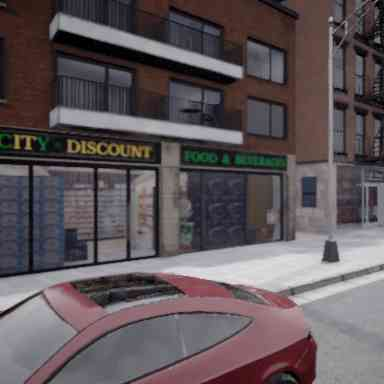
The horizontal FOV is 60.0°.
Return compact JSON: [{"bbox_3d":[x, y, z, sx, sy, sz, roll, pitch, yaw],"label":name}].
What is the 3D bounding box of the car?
[{"bbox_3d":[-0.833,1.526,2.781,4.674,1.442,1.812,0,0,-36],"label":"car"}]
